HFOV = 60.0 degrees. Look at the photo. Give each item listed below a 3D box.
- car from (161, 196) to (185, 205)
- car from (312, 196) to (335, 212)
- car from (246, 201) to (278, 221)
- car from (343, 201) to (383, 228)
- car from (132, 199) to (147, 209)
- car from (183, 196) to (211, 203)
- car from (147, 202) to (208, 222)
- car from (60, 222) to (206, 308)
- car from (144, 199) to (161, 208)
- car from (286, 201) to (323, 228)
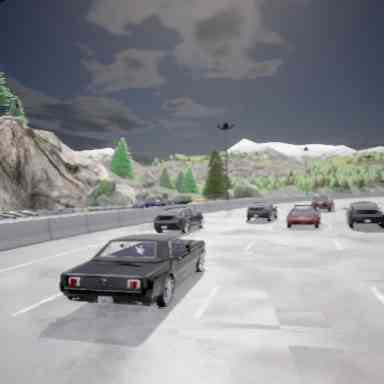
[{"bbox_3d":[-1.888,1.611,50.852,2.150,2.045,5.566,-2,-1,31],"label":"car"},{"bbox_3d":[14.342,1.198,36.518,2.097,1.767,4.553,-2,0,28],"label":"car"},{"bbox_3d":[5.753,1.527,27.085,1.837,1.490,4.892,-2,-1,24],"label":"car"},{"bbox_3d":[10.649,1.348,20.719,1.837,1.490,4.892,-2,0,22],"label":"car"},{"bbox_3d":[-7.765,1.931,54.657,2.097,1.767,4.553,-2,0,31],"label":"car"},{"bbox_3d":[1.113,1.777,49.038,1.882,1.535,5.008,-2,-1,31],"label":"car"},{"bbox_3d":[-0.687,1.662,20.460,1.837,1.490,4.892,-2,0,20],"label":"car"},{"bbox_3d":[-1.001,1.684,8.211,1.895,1.301,4.718,-2,0,15],"label":"car"},{"bbox_3d":[-4.882,2.088,52.641,1.895,1.301,4.718,-2,0,31],"label":"car"},{"bbox_3d":[7.351,1.507,21.832,1.994,1.385,4.181,-2,0,22],"label":"car"}]
